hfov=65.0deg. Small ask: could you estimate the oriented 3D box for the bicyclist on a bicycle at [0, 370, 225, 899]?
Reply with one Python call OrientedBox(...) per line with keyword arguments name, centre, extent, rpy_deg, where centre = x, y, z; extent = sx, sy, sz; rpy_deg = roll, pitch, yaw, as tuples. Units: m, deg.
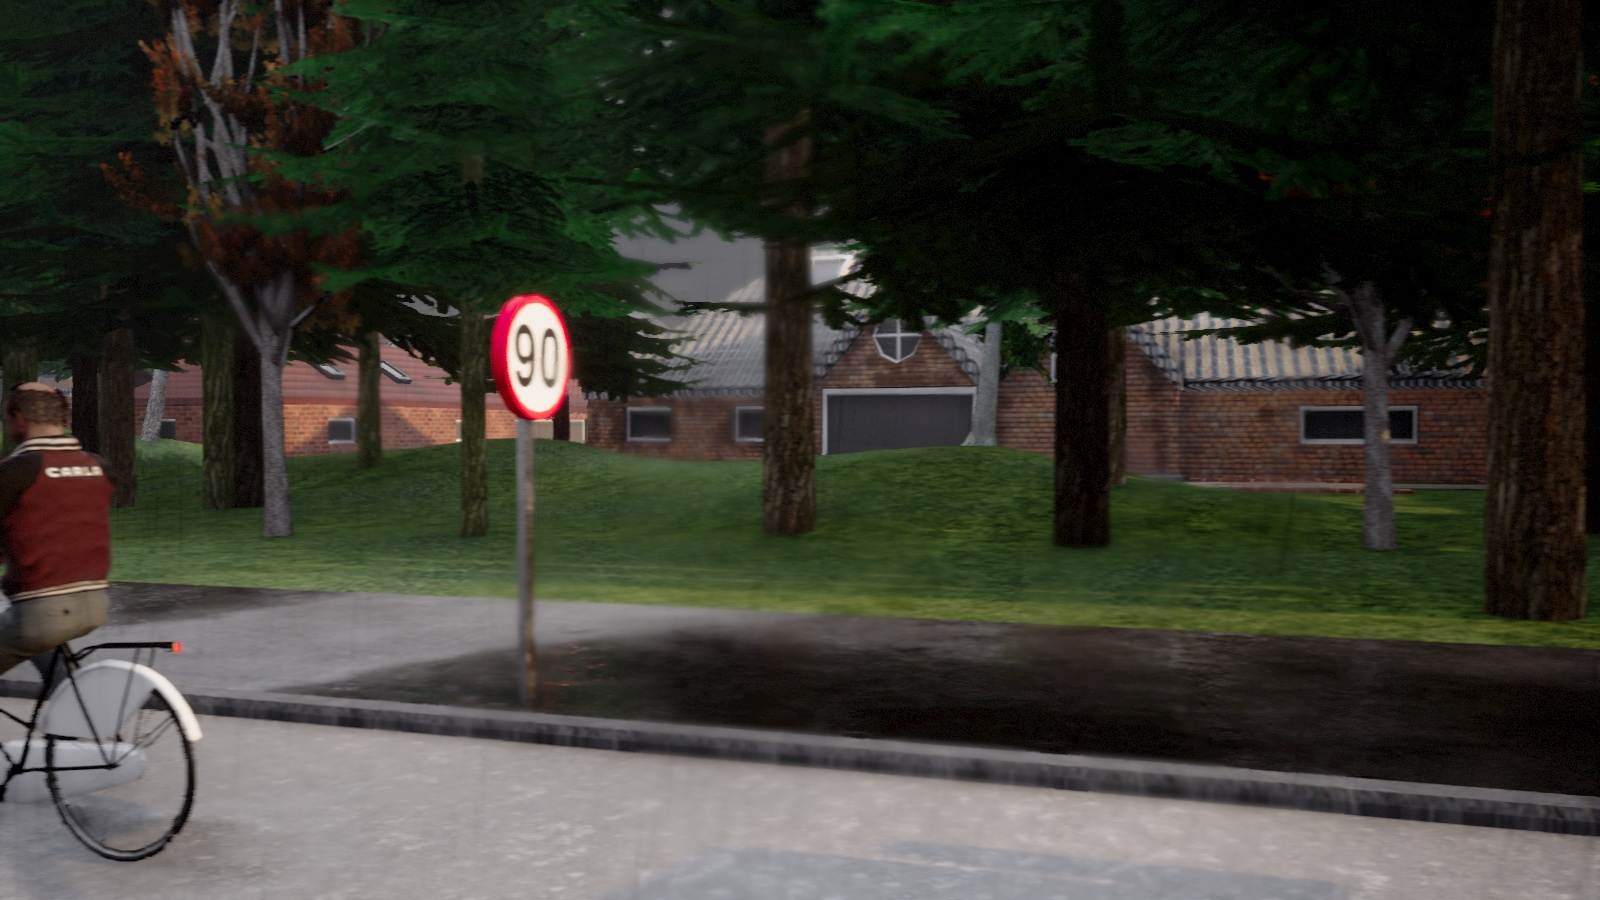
OrientedBox(name="bicyclist on a bicycle", centre=(-3.182, 0.609, 4.790), extent=(1.843, 1.776, 0.659), rpy_deg=(1, 1, 19))
